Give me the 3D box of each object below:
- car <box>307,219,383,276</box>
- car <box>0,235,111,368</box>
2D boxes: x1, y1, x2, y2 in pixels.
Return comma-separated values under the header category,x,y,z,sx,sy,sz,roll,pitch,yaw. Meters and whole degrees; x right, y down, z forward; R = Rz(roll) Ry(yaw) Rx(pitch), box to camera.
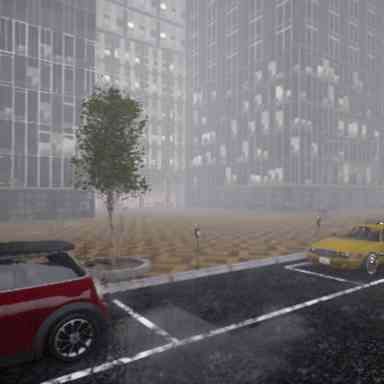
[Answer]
category,x,y,z,sx,sy,sz,roll,pitch,yaw
car,5.613,1.577,10.557,4.829,1.417,1.752,0,0,-35
car,-3.260,1.439,4.234,4.097,1.590,1.967,0,0,-35
